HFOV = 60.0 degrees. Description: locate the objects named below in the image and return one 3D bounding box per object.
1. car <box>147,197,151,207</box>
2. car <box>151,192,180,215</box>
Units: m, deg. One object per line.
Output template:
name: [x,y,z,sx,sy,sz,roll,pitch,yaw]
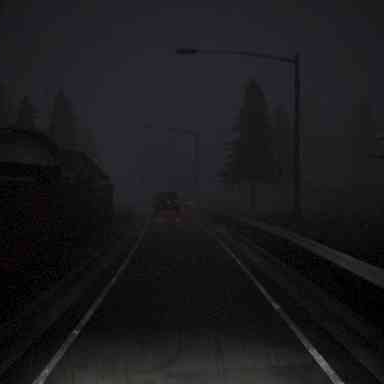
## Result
car: [-5.036,1.255,45.397,1.812,1.442,4.674,0,1,-12]
car: [-2.431,1.025,31.420,2.150,2.045,5.566,0,-1,-9]
